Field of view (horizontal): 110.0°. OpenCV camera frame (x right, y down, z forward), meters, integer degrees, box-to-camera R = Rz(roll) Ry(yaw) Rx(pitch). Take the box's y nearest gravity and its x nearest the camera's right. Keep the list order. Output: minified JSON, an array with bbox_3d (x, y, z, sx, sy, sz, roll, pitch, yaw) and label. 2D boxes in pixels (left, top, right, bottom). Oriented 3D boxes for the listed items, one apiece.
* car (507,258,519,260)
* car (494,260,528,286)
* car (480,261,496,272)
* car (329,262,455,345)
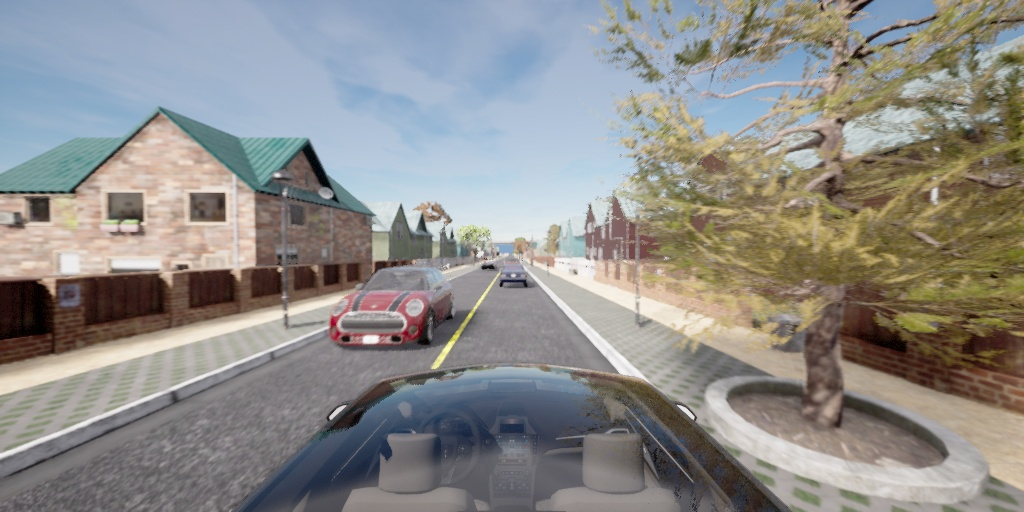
[{"bbox_3d":[0.091,0.977,40.310,2.097,1.767,4.553,0,0,0],"label":"car"},{"bbox_3d":[0.094,1.222,24.225,2.033,1.411,5.357,0,0,0],"label":"car"},{"bbox_3d":[-2.847,1.215,44.642,1.895,1.301,4.718,0,0,0],"label":"car"},{"bbox_3d":[-2.839,1.076,9.455,2.097,1.767,4.553,0,0,0],"label":"car"}]
